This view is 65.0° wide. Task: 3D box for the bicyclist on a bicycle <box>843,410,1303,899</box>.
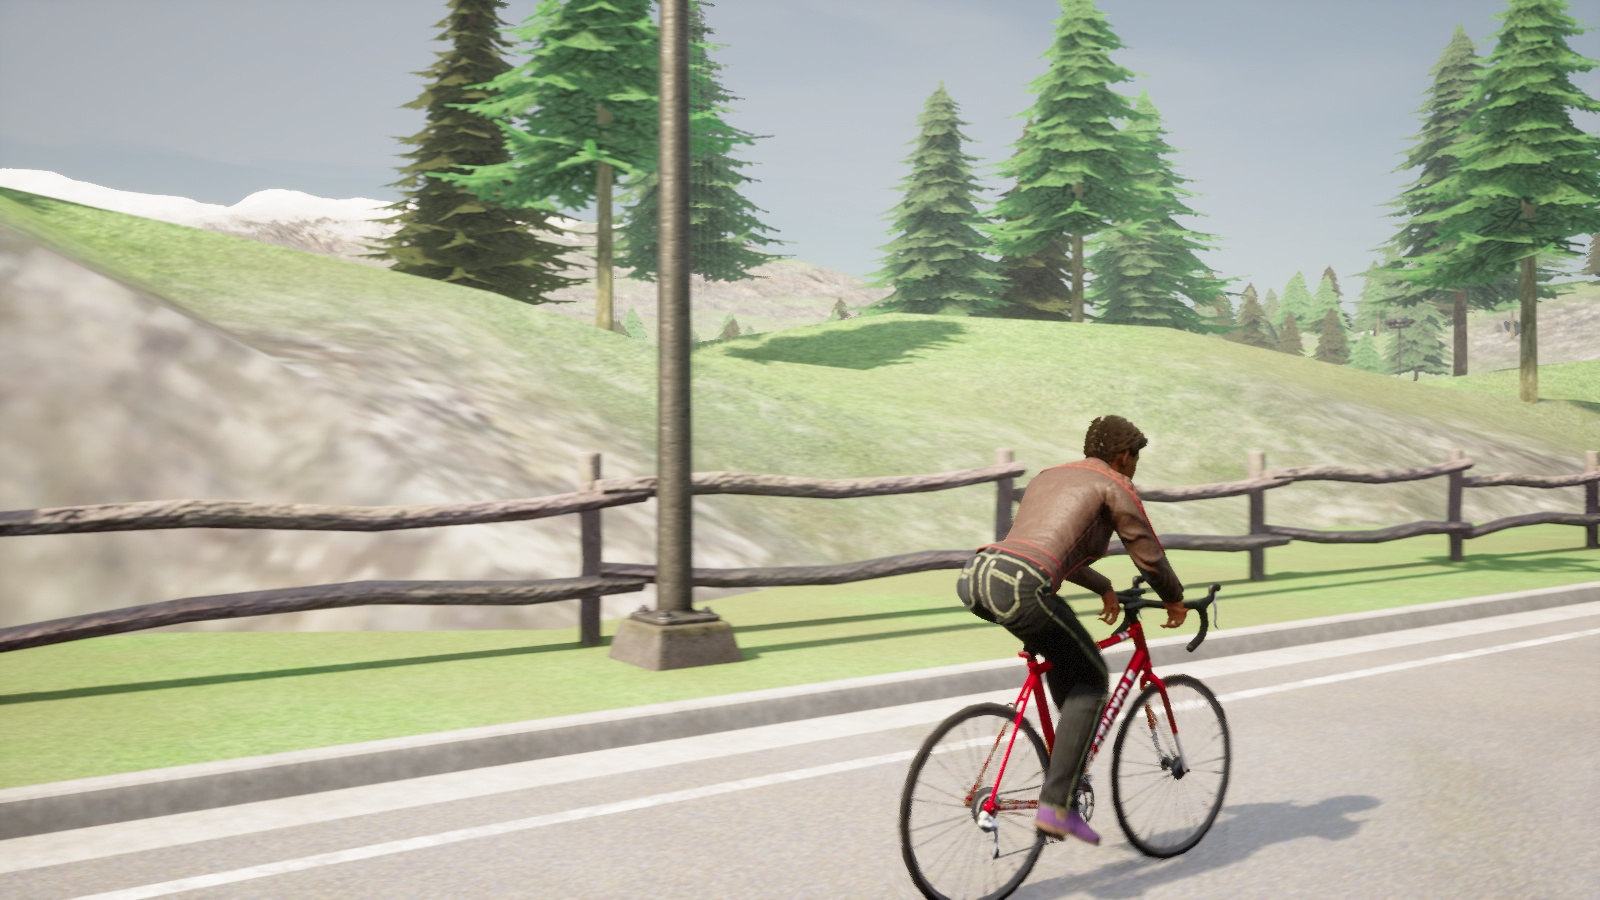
[{"bbox_3d":[0.987,0.696,4.346,1.656,1.620,0.582,0,0,-35],"label":"bicyclist on a bicycle"}]
